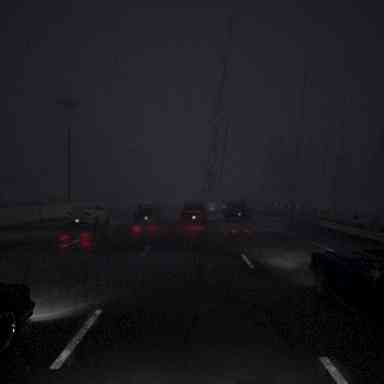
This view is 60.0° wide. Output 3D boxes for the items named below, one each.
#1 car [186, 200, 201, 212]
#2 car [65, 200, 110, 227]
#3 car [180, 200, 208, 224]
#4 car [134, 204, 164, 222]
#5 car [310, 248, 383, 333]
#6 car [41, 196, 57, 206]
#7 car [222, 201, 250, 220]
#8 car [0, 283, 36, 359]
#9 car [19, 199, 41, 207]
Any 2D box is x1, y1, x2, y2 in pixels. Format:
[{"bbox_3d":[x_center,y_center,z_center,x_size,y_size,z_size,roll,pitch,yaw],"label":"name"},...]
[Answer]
[{"bbox_3d":[0.183,1.732,42.441,1.812,1.442,4.674,0,-1,0],"label":"car"},{"bbox_3d":[-6.870,1.513,22.196,1.812,1.442,4.674,0,0,0],"label":"car"},{"bbox_3d":[0.146,1.512,25.137,1.837,1.490,4.892,0,-1,0],"label":"car"},{"bbox_3d":[-3.348,1.619,26.580,1.895,1.301,4.718,0,0,0],"label":"car"},{"bbox_3d":[3.610,1.578,5.499,1.895,1.301,4.718,0,0,0],"label":"car"},{"bbox_3d":[-20.906,1.558,52.037,2.150,2.045,5.566,0,-1,0],"label":"car"},{"bbox_3d":[3.655,1.522,27.895,2.128,1.511,4.902,0,-1,0],"label":"car"},{"bbox_3d":[-3.392,1.535,2.824,2.033,1.411,5.357,0,0,-1],"label":"car"},{"bbox_3d":[-24.419,1.796,51.053,1.882,1.535,5.008,0,-1,1],"label":"car"}]
